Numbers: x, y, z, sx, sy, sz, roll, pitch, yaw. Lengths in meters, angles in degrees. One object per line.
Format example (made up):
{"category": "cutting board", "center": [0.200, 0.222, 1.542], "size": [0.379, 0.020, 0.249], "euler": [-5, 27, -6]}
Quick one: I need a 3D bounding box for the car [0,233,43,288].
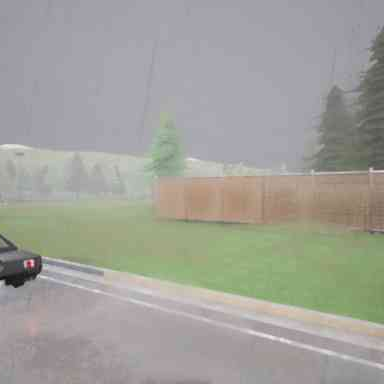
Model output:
{"category": "car", "center": [-5.762, 1.614, 8.100], "size": [4.718, 1.301, 1.895], "euler": [0, 0, 36]}
